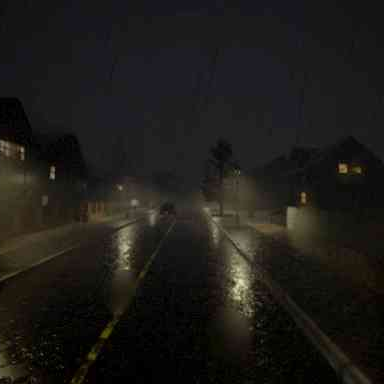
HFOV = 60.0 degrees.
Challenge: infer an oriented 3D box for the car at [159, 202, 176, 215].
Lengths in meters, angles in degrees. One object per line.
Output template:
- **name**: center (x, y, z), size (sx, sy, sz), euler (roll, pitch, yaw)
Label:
- **car**: center (-2.873, 1.946, 39.998), size (2.033, 1.411, 5.357), euler (0, -1, 0)
